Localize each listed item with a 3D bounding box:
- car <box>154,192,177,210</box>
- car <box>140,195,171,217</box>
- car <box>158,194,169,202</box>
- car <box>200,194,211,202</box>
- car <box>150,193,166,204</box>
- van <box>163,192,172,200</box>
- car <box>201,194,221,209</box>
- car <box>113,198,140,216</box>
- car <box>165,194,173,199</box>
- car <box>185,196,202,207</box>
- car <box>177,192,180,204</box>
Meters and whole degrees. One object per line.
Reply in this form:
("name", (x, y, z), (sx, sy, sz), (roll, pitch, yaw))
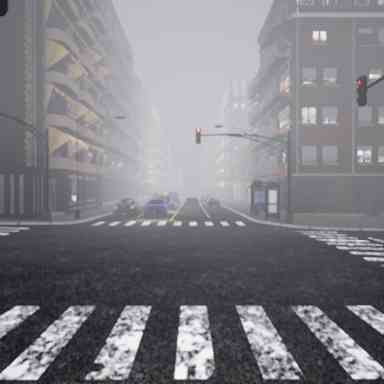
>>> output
("car", (-3.194, 1.158, 39.574), (2.097, 1.767, 4.553), (0, 0, 0))
("car", (-3.168, 1.331, 29.947), (1.882, 1.535, 5.008), (0, 0, -1))
("car", (-5.878, 1.189, 69.160), (1.752, 1.417, 4.829), (0, 0, 0))
("car", (2.517, 1.130, 63.708), (1.967, 1.590, 4.097), (0, 0, 0))
("car", (-5.849, 1.032, 58.051), (2.192, 1.841, 5.009), (0, 0, 0))
("van", (-5.908, 0.949, 80.607), (1.690, 1.788, 3.998), (0, 0, 0))
("car", (2.577, 1.350, 41.154), (2.008, 1.369, 4.403), (0, 0, 0))
("car", (-5.773, 1.293, 29.859), (1.967, 1.590, 4.097), (0, 0, 0))
("car", (-5.923, 1.131, 86.246), (2.008, 1.369, 4.403), (0, 0, 0))
("car", (-0.026, 1.336, 46.624), (1.994, 1.385, 4.181), (0, 0, 0))
("car", (-3.195, 0.952, 55.664), (2.150, 2.045, 5.566), (0, 0, 0))
